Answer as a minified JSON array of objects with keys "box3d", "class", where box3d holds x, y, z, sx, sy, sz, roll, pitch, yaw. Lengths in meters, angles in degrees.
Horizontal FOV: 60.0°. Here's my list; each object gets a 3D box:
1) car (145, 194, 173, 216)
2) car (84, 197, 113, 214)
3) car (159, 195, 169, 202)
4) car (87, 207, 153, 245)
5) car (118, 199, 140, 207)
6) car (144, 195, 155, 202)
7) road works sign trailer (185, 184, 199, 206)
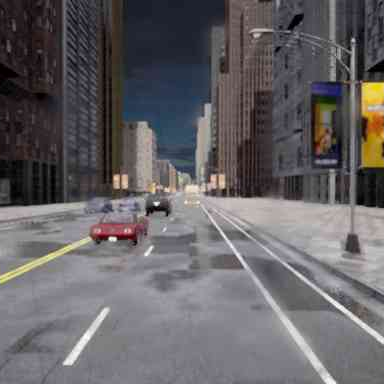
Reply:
[{"box3d":[-3.139,1.198,32.104,2.150,2.045,5.566,0,0,0],"class":"car"},{"box3d":[-9.831,1.333,35.212,2.097,1.767,4.553,0,0,0],"class":"car"},{"box3d":[-6.475,1.407,76.415,1.882,1.535,5.008,0,0,0],"class":"car"},{"box3d":[-3.144,1.579,15.422,1.895,1.301,4.718,0,0,0],"class":"car"},{"box3d":[-6.584,1.506,35.015,1.812,1.442,4.674,0,0,0],"class":"car"},{"box3d":[-9.725,1.429,76.416,1.837,1.490,4.892,0,0,0],"class":"car"},{"box3d":[0.027,0.492,57.258,2.380,3.560,2.880,0,0,1],"class":"road works sign trailer"}]
